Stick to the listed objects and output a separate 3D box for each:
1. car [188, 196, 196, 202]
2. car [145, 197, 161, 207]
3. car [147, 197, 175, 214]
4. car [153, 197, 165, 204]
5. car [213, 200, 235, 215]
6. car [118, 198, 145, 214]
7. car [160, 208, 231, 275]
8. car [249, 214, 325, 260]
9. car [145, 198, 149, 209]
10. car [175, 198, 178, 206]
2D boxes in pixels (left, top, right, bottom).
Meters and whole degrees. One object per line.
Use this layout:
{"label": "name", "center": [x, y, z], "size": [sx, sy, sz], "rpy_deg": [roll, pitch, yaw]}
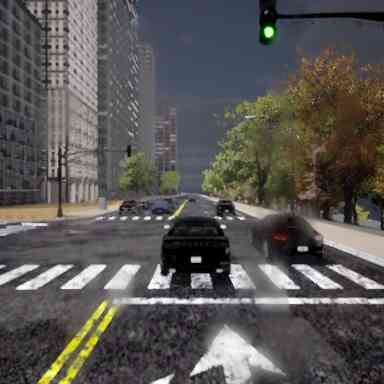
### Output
{"label": "car", "center": [-0.008, 1.693, 77.583], "size": [2.033, 1.411, 5.357], "rpy_deg": [0, 0, 0]}
{"label": "car", "center": [-6.507, 1.652, 55.527], "size": [2.033, 1.411, 5.357], "rpy_deg": [0, 0, 0]}
{"label": "car", "center": [-3.342, 1.616, 36.949], "size": [2.033, 1.411, 5.357], "rpy_deg": [0, 0, 0]}
{"label": "car", "center": [-6.506, 1.674, 66.063], "size": [2.033, 1.411, 5.357], "rpy_deg": [0, 0, 0]}
{"label": "car", "center": [3.347, 1.569, 34.396], "size": [1.837, 1.490, 4.892], "rpy_deg": [0, 0, 0]}
{"label": "car", "center": [-6.593, 1.571, 35.610], "size": [1.837, 1.490, 4.892], "rpy_deg": [0, 0, 0]}
{"label": "car", "center": [0.099, 1.497, 10.566], "size": [1.882, 1.535, 5.008], "rpy_deg": [0, 0, 0]}
{"label": "car", "center": [3.351, 1.549, 12.355], "size": [1.812, 1.442, 4.674], "rpy_deg": [0, 0, 0]}
{"label": "car", "center": [-6.574, 1.576, 45.028], "size": [2.128, 1.511, 4.902], "rpy_deg": [0, 0, 0]}
{"label": "car", "center": [-3.318, 1.592, 46.770], "size": [1.837, 1.490, 4.892], "rpy_deg": [0, 0, 0]}
